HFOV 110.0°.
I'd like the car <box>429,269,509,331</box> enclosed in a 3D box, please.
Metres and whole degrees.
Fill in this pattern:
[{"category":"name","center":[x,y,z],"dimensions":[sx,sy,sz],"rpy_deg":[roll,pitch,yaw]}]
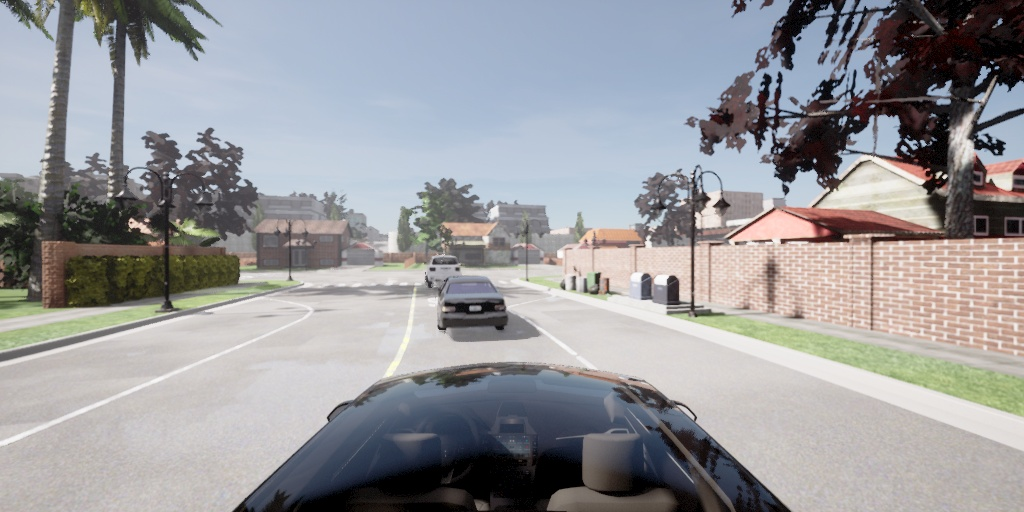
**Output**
[{"category":"car","center":[-1.381,1.302,11.064],"dimensions":[2.033,1.411,5.357],"rpy_deg":[0,0,-11]}]

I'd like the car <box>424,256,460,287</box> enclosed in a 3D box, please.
[{"category":"car","center":[-4.941,0.991,25.213],"dimensions":[2.150,2.045,5.566],"rpy_deg":[0,0,-16]}]
